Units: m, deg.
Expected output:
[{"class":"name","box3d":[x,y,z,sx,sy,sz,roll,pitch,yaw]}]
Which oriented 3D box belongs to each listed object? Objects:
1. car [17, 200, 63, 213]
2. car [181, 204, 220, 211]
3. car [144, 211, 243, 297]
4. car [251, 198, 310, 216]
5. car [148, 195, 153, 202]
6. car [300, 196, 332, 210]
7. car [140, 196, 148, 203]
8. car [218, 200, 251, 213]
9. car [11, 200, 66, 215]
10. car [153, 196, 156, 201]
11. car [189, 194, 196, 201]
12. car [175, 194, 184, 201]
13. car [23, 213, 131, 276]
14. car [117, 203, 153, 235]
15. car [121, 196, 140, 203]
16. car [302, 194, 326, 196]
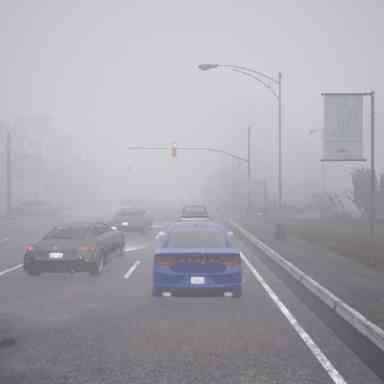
[{"class":"car","box3d":[-16.746,1.564,36.804,4.181,1.385,1.994,0,0,-2]},{"class":"car","box3d":[0.127,1.491,18.110,2.128,1.511,4.902,0,0,0]},{"class":"car","box3d":[0.112,1.478,8.611,1.882,1.535,5.008,0,0,0]},{"class":"car","box3d":[8.277,1.525,31.430,4.674,1.442,1.812,0,0,3]},{"class":"car","box3d":[-10.389,1.524,74.392,1.812,1.442,4.674,0,0,0]},{"class":"car","box3d":[14.071,1.478,38.306,5.008,1.535,1.882,0,0,3]},{"class":"car","box3d":[-10.429,1.564,64.788,1.994,1.385,4.181,0,0,2]},{"class":"car","box3d":[4.633,1.564,35.148,4.181,1.385,1.994,0,0,3]},{"class":"car","box3d":[-15.033,1.600,32.785,4.718,1.301,1.895,0,0,3]},{"class":"car","box3d":[-10.374,1.549,84.418,1.994,1.385,4.181,0,0,0]},{"class":"car","box3d":[0.127,1.533,85.577,2.033,1.411,5.357,0,0,0]},{"class":"car","box3d":[-3.372,1.349,85.969,2.097,1.767,4.553,0,0,0]},{"class":"car","box3d":[-3.395,1.564,10.385,1.994,1.385,4.181,0,0,1]},{"class":"car","box3d":[-3.373,1.564,18.768,1.994,1.385,4.181,0,0,0]},{"class":"car","box3d":[-10.503,1.491,55.436,2.128,1.511,4.902,0,0,0]},{"class":"car","box3d":[14.784,1.221,41.791,5.566,2.045,2.150,0,0,2]}]
